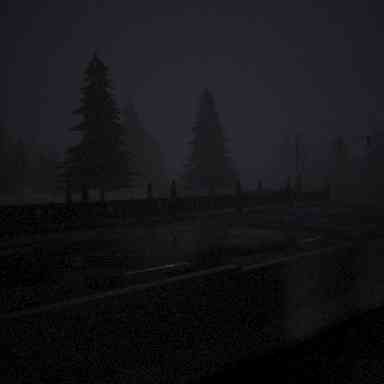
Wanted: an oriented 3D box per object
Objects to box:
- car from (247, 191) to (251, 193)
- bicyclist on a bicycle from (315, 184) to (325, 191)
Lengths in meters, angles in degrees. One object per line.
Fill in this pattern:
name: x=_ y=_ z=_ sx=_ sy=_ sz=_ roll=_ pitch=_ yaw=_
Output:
car: x=9.123 y=0.065 z=60.540 sx=1.882 sy=1.535 sz=5.008 roll=-3 pitch=2 yaw=-35
bicyclist on a bicycle: x=23.285 y=-0.532 z=59.387 sx=1.656 sy=1.620 sz=0.582 roll=-3 pitch=-2 yaw=-35
